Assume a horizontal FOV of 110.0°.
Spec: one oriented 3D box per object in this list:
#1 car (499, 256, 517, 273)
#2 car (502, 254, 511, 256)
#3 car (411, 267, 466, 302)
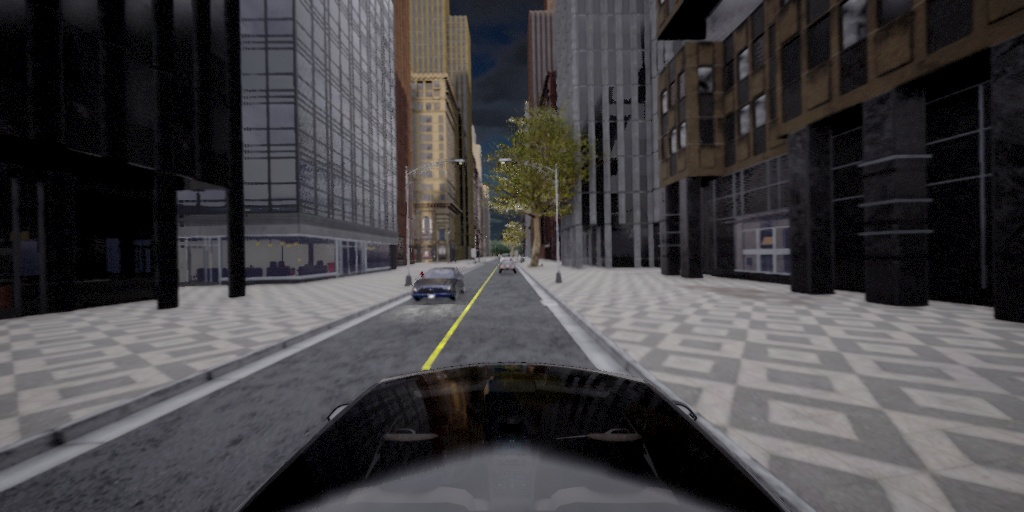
[{"bbox_3d":[-0.488,1.090,39.565,2.033,1.411,5.357,-1,0,-1],"label":"car"},{"bbox_3d":[-0.975,0.647,65.227,2.150,2.045,5.566,-1,0,0],"label":"car"},{"bbox_3d":[-3.327,1.260,17.261,2.033,1.411,5.357,-1,0,-1],"label":"car"}]
